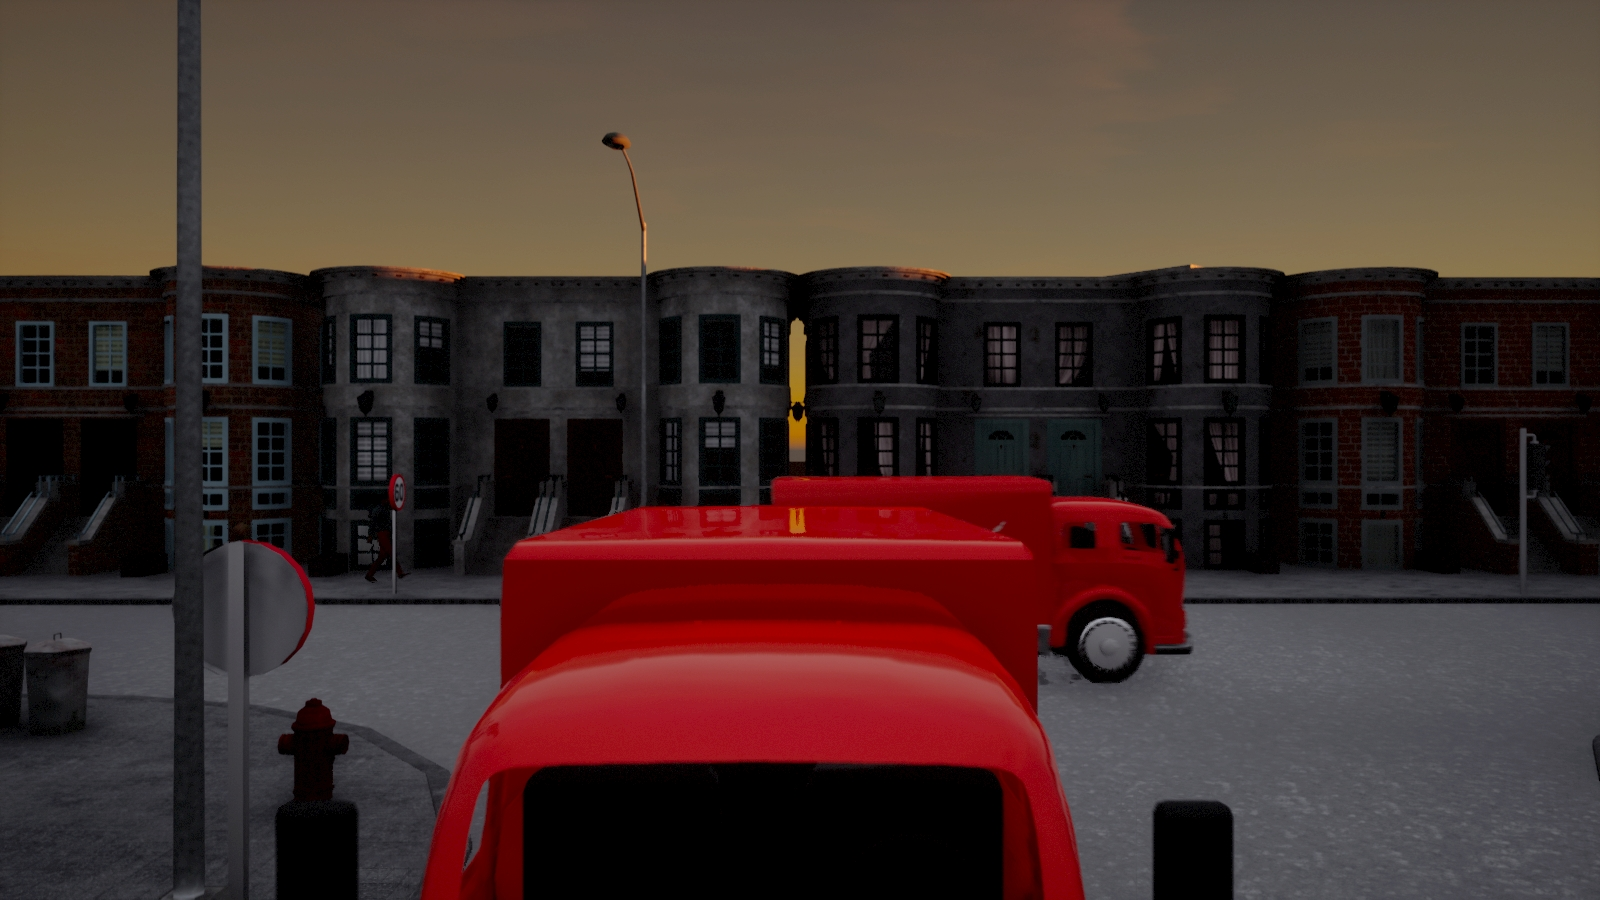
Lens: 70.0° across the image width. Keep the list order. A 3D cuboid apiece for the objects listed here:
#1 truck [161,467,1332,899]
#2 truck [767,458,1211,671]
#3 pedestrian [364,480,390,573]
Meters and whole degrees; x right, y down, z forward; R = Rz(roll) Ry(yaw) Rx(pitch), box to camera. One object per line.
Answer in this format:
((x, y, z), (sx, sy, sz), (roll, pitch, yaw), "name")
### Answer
((-0.122, 1.350, 5.166), (2.627, 2.467, 5.204), (0, 0, 0), "truck")
((2.212, 1.350, 14.706), (5.204, 2.467, 2.627), (0, 0, 0), "truck")
((-8.549, 1.532, 23.097), (0.375, 1.860, 0.375), (0, 0, 6), "pedestrian")
